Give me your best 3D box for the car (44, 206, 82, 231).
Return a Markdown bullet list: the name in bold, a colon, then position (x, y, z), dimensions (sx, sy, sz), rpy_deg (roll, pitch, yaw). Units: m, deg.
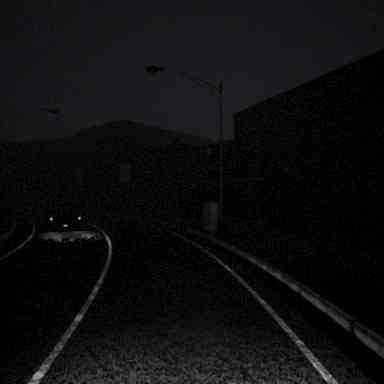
- **car**: position (-7.856, 1.524, 20.160), dimensions (1.895, 1.301, 4.718), rpy_deg (0, 0, -26)
